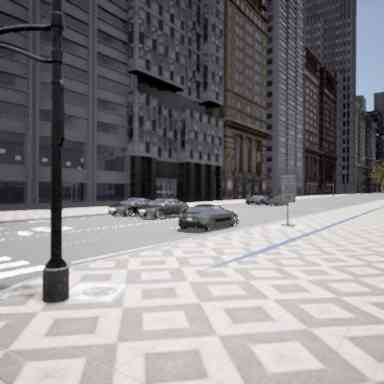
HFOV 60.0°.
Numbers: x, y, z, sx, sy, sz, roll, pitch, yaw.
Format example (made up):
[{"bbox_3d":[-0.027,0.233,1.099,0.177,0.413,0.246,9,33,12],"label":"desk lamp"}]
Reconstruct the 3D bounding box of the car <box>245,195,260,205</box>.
[{"bbox_3d":[9.655,1.163,48.395,2.033,1.411,5.357,0,1,36],"label":"car"}]

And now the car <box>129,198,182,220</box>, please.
[{"bbox_3d":[-2.263,1.289,26.372,2.128,1.511,4.902,0,1,36],"label":"car"}]

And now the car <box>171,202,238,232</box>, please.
[{"bbox_3d":[1.037,1.424,19.504,1.994,1.385,4.181,0,1,36],"label":"car"}]

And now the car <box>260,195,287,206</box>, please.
[{"bbox_3d":[11.503,1.151,45.418,1.837,1.490,4.892,0,0,36],"label":"car"}]

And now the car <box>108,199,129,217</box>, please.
[{"bbox_3d":[-4.892,1.269,28.282,2.128,1.511,4.902,0,1,36],"label":"car"}]
